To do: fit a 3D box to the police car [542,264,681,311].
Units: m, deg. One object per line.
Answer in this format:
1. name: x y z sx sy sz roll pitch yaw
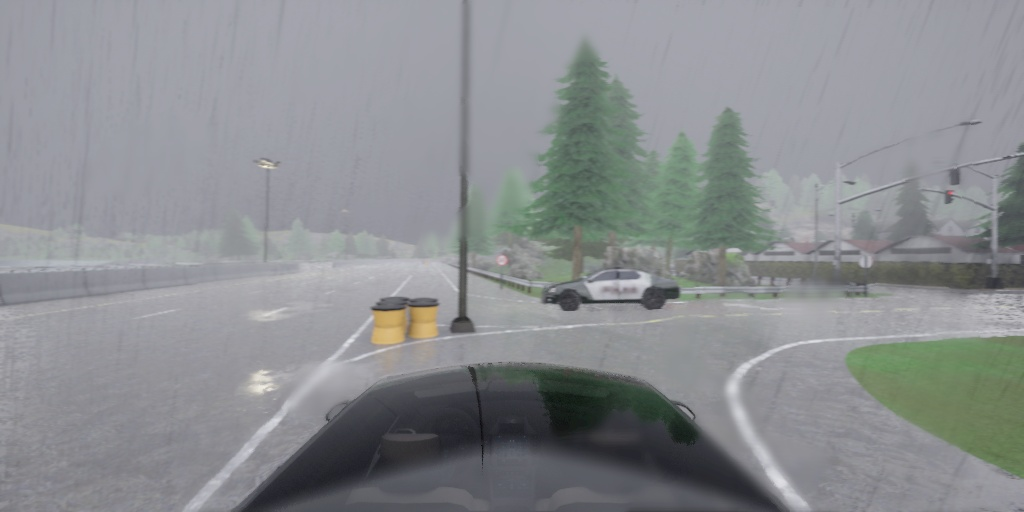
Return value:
1. police car: 3.677 1.214 13.930 4.974 1.542 2.038 -2 -3 6
